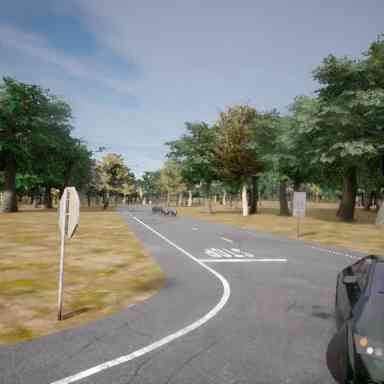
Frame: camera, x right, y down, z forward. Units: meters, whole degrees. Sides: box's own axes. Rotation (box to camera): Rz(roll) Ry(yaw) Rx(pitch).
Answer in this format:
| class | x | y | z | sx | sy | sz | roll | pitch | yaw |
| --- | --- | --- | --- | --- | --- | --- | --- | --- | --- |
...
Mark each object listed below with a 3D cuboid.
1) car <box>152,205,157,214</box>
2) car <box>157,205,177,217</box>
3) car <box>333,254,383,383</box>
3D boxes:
| class | x | y | z | sx | sy | sz | roll | pitch | yaw |
| --- | --- | --- | --- | --- | --- | --- | --- | --- | --- |
| car | -5.720 | 2.961 | 56.893 | 1.882 | 1.535 | 5.008 | 3 | -2 | -14 |
| car | -3.465 | 2.850 | 48.046 | 1.895 | 1.301 | 4.718 | 3 | -2 | -13 |
| car | 3.120 | 1.643 | 4.642 | 1.994 | 1.385 | 4.181 | 1 | -1 | 22 |
